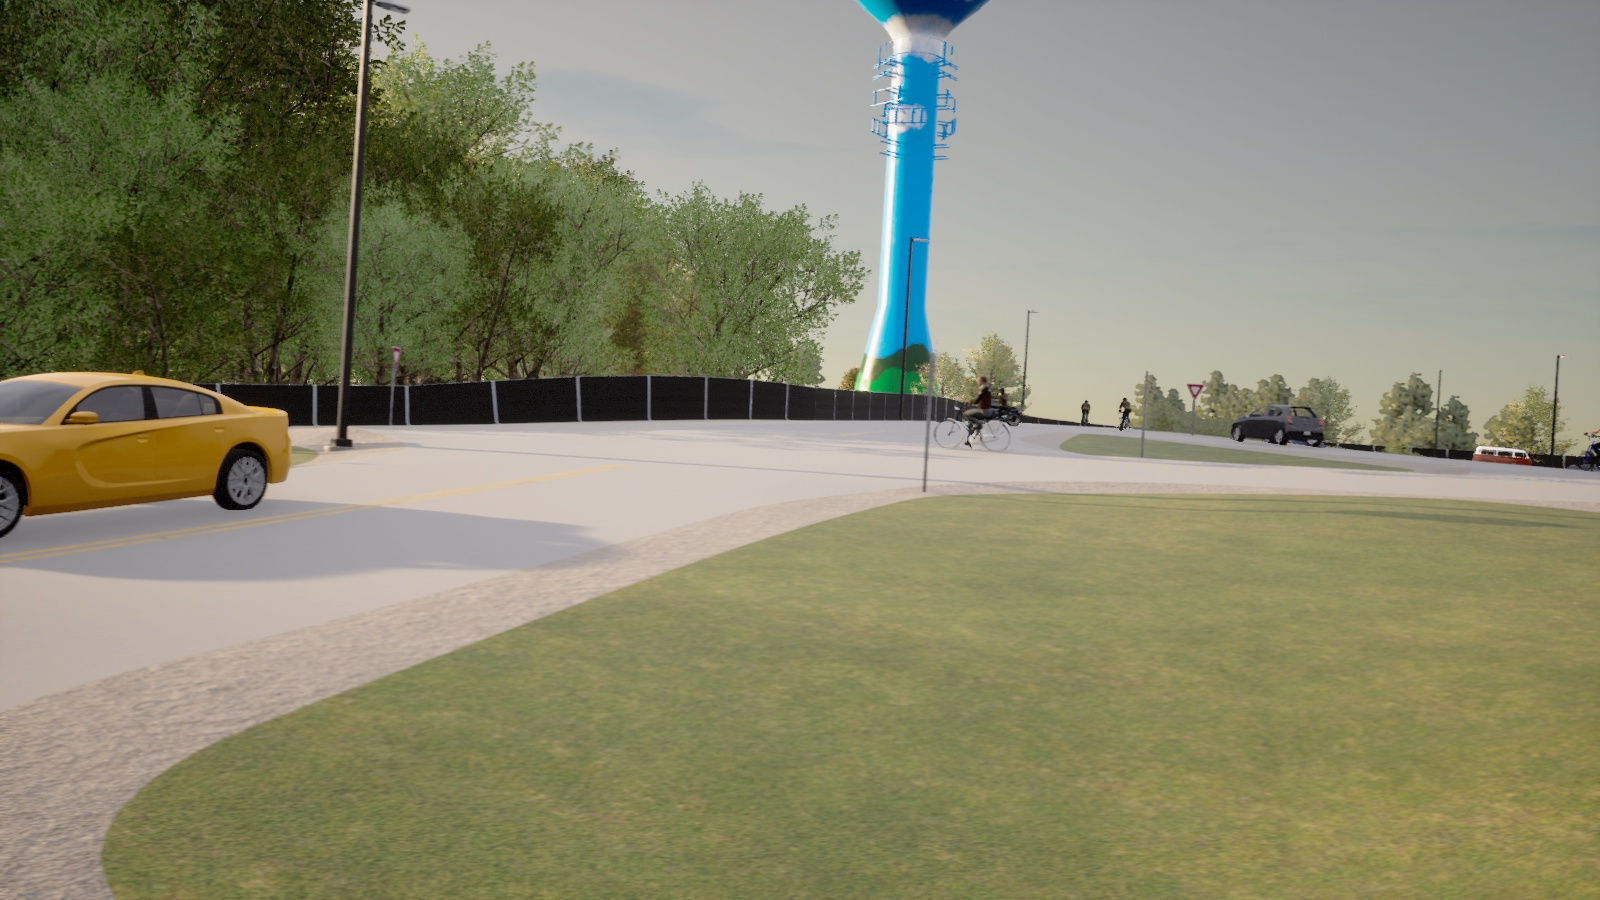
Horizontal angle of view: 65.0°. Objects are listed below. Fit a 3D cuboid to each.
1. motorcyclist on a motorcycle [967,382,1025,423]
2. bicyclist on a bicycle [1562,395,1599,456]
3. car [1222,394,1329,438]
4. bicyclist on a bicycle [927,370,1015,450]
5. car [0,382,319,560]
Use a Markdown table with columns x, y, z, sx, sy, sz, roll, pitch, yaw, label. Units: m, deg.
| x | y | z | sx | sy | sz | roll | pitch | yaw | label |
| --- | --- | --- | --- | --- | --- | --- | --- | --- | --- |
| 8.211 | -1.982 | 52.619 | 2.350 | 1.649 | 0.766 | 0 | 3 | -26 | motorcyclist on a motorcycle |
| 21.447 | -0.662 | 33.670 | 0.866 | 1.612 | 1.509 | 2 | 2 | -13 | bicyclist on a bicycle |
| 17.679 | -1.303 | 46.873 | 1.845 | 1.501 | 3.633 | 2 | 3 | -16 | car |
| 3.936 | -0.929 | 28.922 | 1.843 | 1.776 | 0.659 | 3 | 3 | 25 | bicyclist on a bicycle |
| -7.521 | 0.096 | 13.074 | 1.882 | 1.535 | 5.008 | 2 | 4 | 19 | car |
